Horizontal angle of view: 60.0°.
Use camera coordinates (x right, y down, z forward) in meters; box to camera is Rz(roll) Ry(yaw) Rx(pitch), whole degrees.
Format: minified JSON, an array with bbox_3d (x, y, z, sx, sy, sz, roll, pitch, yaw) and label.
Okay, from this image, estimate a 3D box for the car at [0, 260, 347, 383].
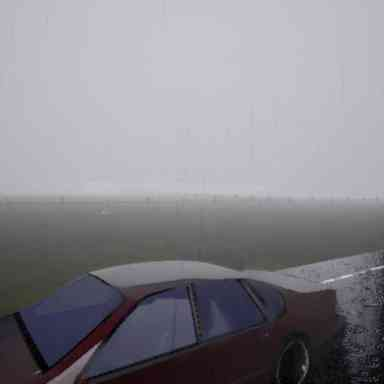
[{"bbox_3d":[-0.474,1.556,3.643,5.357,1.411,2.033,0,0,-35],"label":"car"}]
